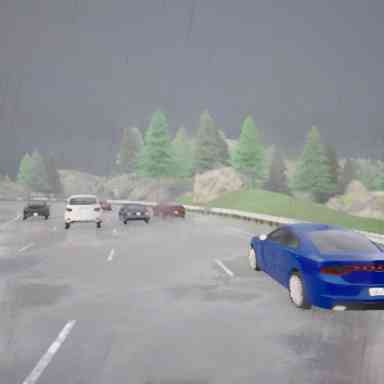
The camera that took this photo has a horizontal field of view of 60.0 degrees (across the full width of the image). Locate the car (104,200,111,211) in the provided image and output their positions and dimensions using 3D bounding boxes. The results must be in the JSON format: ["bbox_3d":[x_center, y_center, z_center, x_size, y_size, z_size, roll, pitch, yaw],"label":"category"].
[{"bbox_3d":[-11.077,1.566,39.855,1.994,1.385,4.181,0,0,-28],"label":"car"}]

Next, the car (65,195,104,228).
[{"bbox_3d":[-7.265,1.221,22.352,2.150,2.045,5.566,0,0,-17],"label":"car"}]

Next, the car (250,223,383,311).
[{"bbox_3d":[2.804,1.482,7.925,1.882,1.535,5.008,0,0,-5],"label":"car"}]

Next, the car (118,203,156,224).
[{"bbox_3d":[-4.435,1.550,25.034,2.033,1.411,5.357,0,0,-18],"label":"car"}]

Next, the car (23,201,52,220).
[{"bbox_3d":[-13.201,1.501,28.404,1.837,1.490,4.892,0,0,-22],"label":"car"}]

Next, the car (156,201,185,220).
[{"bbox_3d":[-2.095,1.483,28.632,1.882,1.535,5.008,0,0,-20],"label":"car"}]
